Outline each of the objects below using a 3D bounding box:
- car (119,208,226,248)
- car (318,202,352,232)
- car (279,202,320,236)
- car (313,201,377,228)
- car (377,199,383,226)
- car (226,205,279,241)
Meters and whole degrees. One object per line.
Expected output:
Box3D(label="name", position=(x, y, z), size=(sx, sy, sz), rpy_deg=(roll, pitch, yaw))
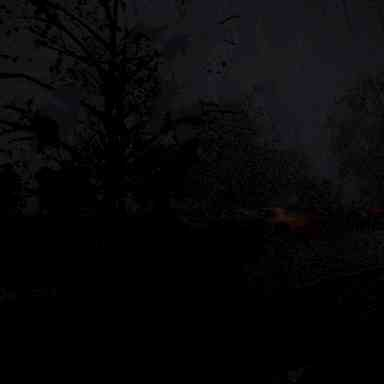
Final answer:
Box3D(label="car", position=(-1.256, 1.543, 15.048), size=(4.892, 1.521, 2.231), rpy_deg=(-1, -1, 35))
Box3D(label="car", position=(7.096, 1.584, 20.892), size=(4.792, 1.488, 2.163), rpy_deg=(-1, -1, 35))
Box3D(label="car", position=(4.141, 1.550, 19.052), size=(5.366, 1.575, 1.946), rpy_deg=(-1, -1, 35))
Box3D(label="car", position=(9.819, 1.433, 22.878), size=(4.553, 1.767, 2.185), rpy_deg=(-1, -1, 35))
Box3D(label="car", position=(12.298, 1.436, 24.551), size=(4.553, 1.767, 2.185), rpy_deg=(-1, 0, 35))
Box3D(label="car", position=(1.526, 1.548, 16.992), size=(4.892, 1.521, 2.231), rpy_deg=(-1, -1, 35))
